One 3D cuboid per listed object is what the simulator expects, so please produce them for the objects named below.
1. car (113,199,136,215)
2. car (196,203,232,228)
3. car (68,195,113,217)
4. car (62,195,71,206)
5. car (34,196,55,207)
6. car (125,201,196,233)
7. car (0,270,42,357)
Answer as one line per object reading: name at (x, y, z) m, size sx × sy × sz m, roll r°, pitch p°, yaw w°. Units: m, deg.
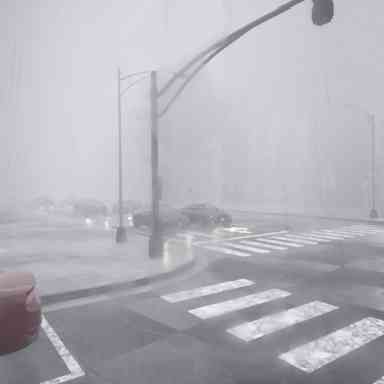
car at (-5.854, 1.363, 30.805) m, size 1.994 × 1.385 × 4.181 m, roll -1°, pitch 1°, yaw -36°
car at (0.676, 1.454, 21.665) m, size 1.994 × 1.385 × 4.181 m, roll -1°, pitch 1°, yaw -36°
car at (-9.204, 1.314, 29.909) m, size 1.882 × 1.535 × 5.008 m, roll -1°, pitch 1°, yaw -35°
car at (-16.695, 1.174, 46.083) m, size 1.812 × 1.442 × 4.674 m, roll -1°, pitch 1°, yaw -35°
car at (-20.381, 1.229, 45.684) m, size 2.033 × 1.411 × 5.357 m, roll -1°, pitch 1°, yaw -35°
car at (-1.990, 1.463, 19.807) m, size 1.812 × 1.442 × 4.674 m, roll -1°, pitch 1°, yaw -35°
car at (-4.144, 1.545, 3.702) m, size 4.507 × 1.381 × 1.887 m, roll 0°, pitch -1°, yaw -36°
